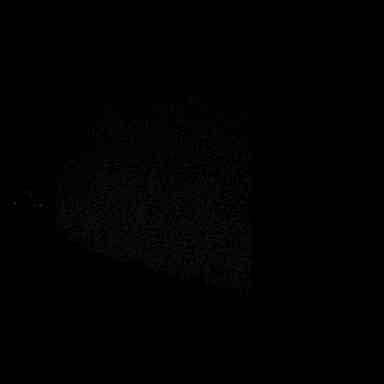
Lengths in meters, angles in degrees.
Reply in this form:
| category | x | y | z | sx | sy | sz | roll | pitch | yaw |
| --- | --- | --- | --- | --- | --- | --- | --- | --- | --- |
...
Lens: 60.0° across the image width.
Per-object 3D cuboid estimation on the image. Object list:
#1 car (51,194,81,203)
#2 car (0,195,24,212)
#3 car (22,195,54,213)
| category | x | y | z | sx | sy | sz | roll | pitch | yaw |
| --- | --- | --- | --- | --- | --- | --- | --- | --- | --- |
| car | -21.904 | 1.133 | 58.042 | 2.128 | 1.511 | 4.902 | 0 | 0 | 24 |
| car | -17.863 | 1.110 | 34.957 | 2.097 | 1.767 | 4.553 | 0 | 0 | 9 |
| car | -14.595 | 1.327 | 34.369 | 2.033 | 1.411 | 5.357 | 0 | 0 | 11 |
